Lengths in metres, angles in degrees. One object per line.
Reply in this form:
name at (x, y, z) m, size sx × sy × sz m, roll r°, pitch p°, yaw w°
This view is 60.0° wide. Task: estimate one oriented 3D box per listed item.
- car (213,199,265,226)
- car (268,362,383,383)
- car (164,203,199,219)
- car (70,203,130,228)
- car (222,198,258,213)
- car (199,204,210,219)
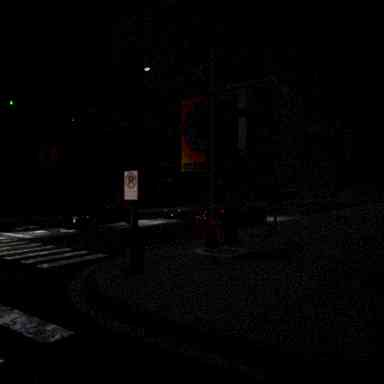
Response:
car at (3.714, 1.534, 24.140) m, size 2.128 × 1.511 × 4.902 m, roll 0°, pitch 0°, yaw 35°
car at (2.209, 1.551, 1.270) m, size 4.403 × 1.369 × 2.008 m, roll 0°, pitch 0°, yaw 36°
car at (-0.408, 1.638, 29.932) m, size 1.895 × 1.301 × 4.718 m, roll 0°, pitch 0°, yaw 36°
car at (-5.767, 1.512, 22.325) m, size 2.128 × 1.511 × 4.902 m, roll 0°, pitch 0°, yaw 36°
car at (5.620, 1.550, 38.424) m, size 2.128 × 1.511 × 4.902 m, roll 0°, pitch 0°, yaw 35°
car at (2.846, 1.568, 28.552) m, size 1.812 × 1.442 × 4.674 m, roll 0°, pitch 0°, yaw 35°
